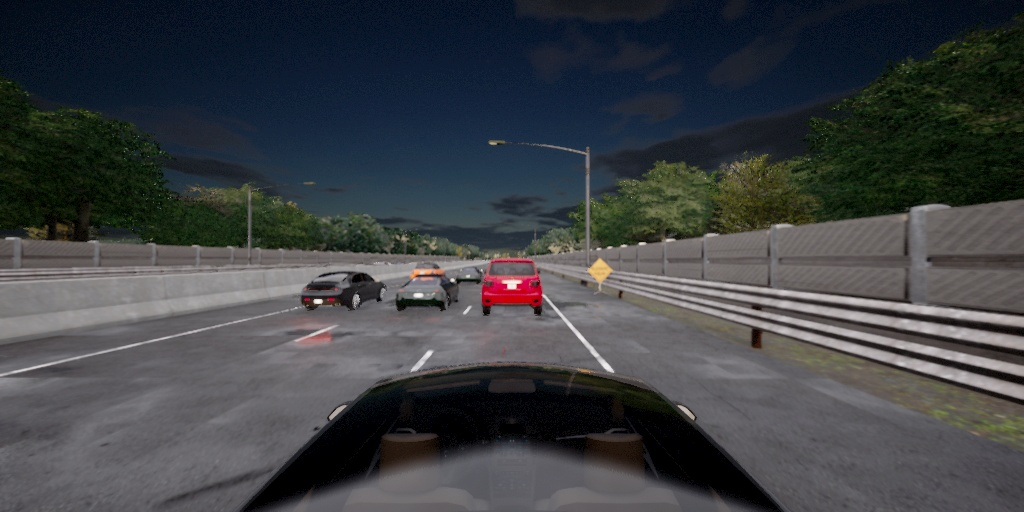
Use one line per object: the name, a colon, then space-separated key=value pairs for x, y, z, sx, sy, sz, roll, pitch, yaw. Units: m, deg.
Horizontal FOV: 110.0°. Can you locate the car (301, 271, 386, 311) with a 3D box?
car: x=-6.976 y=1.393 z=15.361 sx=1.837 sy=1.490 sz=4.892 roll=0 pitch=0 yaw=0

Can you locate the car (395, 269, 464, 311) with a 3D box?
car: x=-3.475 y=1.451 z=15.400 sx=1.994 sy=1.385 sz=4.181 roll=0 pitch=0 yaw=1

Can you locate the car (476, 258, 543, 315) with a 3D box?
car: x=0.014 y=1.102 z=14.452 sx=2.150 sy=2.045 sz=5.566 roll=0 pitch=0 yaw=0

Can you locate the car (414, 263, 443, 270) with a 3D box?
car: x=-6.974 y=1.385 z=30.292 sx=2.097 sy=1.767 sz=4.553 roll=0 pitch=-1 yaw=0

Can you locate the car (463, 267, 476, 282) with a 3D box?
car: x=-3.472 y=1.599 z=30.347 sx=1.994 sy=1.385 sz=4.181 roll=0 pitch=0 yaw=0

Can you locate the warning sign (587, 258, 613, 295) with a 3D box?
warning sign: x=4.552 y=1.033 z=18.523 sx=1.300 sy=1.860 sz=1.060 roll=0 pitch=0 yaw=0
